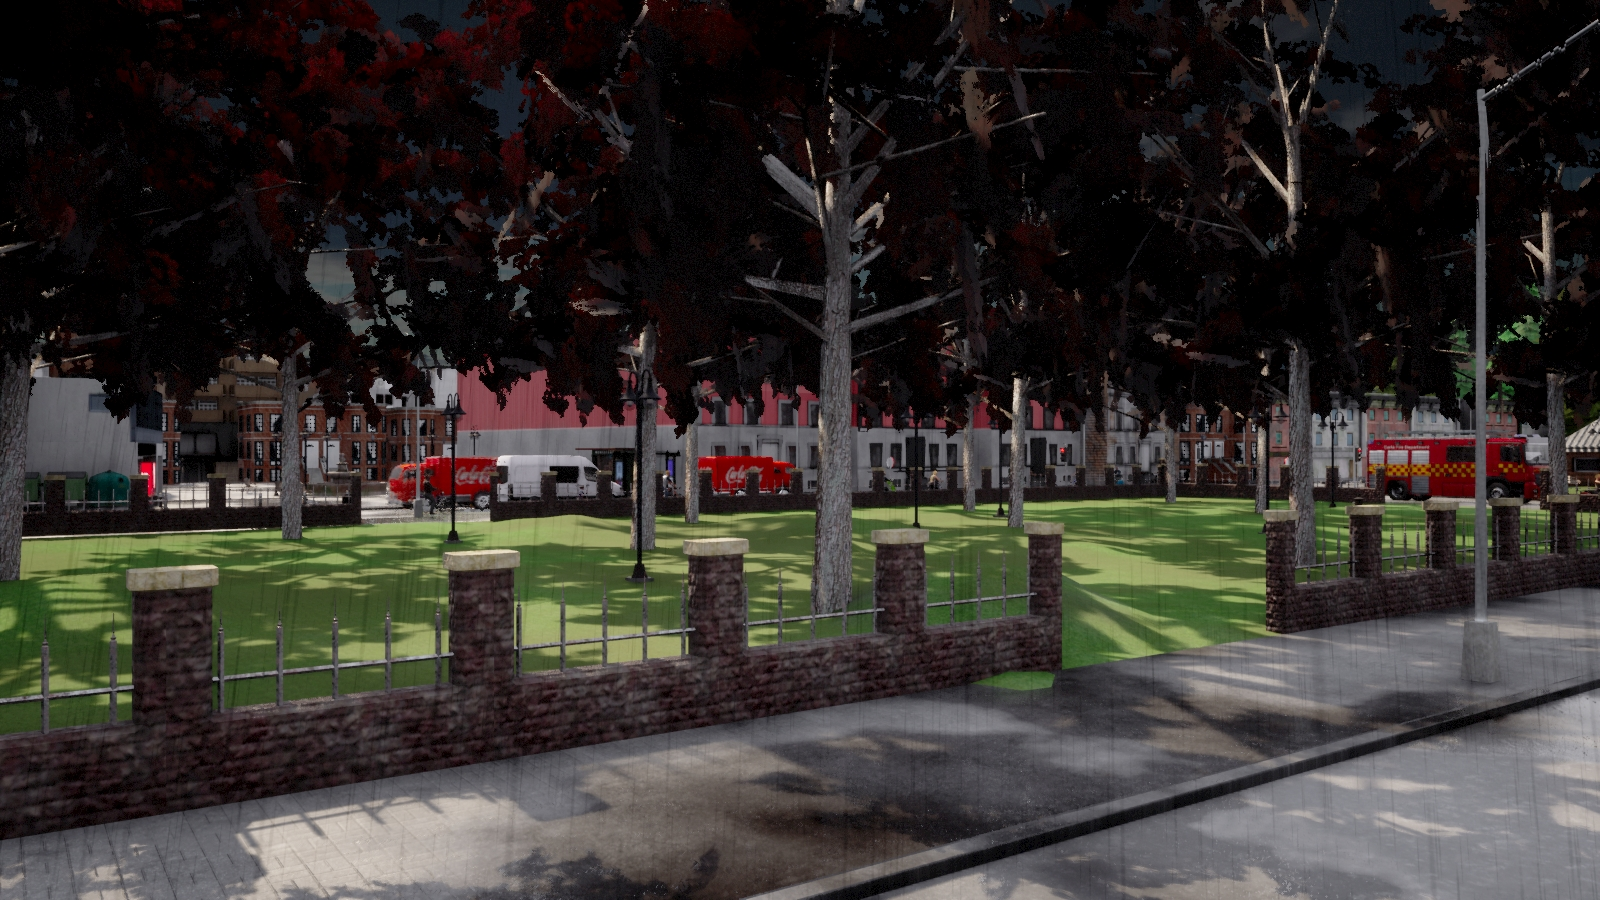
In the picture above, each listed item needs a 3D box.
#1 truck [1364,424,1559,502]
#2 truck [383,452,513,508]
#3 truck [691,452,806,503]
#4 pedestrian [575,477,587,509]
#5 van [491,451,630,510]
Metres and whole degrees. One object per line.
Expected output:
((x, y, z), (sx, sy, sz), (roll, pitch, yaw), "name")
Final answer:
((34.631, 0.645, 60.204), (2.891, 3.827, 8.468), (0, 0, -34), "truck")
((-16.340, 1.341, 53.134), (5.204, 2.467, 2.627), (0, 0, -35), "truck")
((-2.582, 1.335, 57.891), (5.204, 2.467, 2.627), (0, 0, -35), "truck")
((-9.109, 1.796, 47.457), (0.375, 1.300, 0.375), (0, 0, -34), "pedestrian")
((-10.854, 1.306, 52.106), (5.915, 2.561, 1.988), (0, 0, -35), "van")
